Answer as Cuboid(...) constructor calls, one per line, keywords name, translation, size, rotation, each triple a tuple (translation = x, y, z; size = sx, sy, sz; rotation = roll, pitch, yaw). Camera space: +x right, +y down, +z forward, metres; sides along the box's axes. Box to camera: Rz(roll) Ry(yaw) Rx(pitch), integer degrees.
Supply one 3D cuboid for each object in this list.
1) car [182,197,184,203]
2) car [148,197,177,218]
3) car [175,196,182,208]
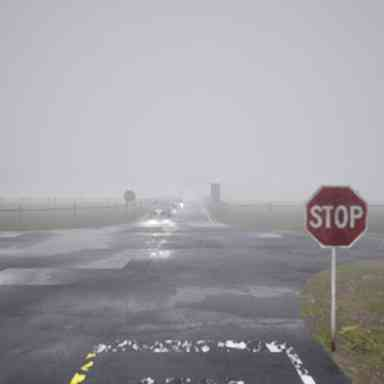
Cuboid(name="car", translation=(-2.629, 1.478, 64.299), size=(1.895, 1.301, 4.718), rotation=(0, 0, 0))
Cuboid(name="car", translation=(-2.761, 1.463, 29.837), size=(2.128, 1.511, 4.902), rotation=(0, 0, -1))
Cuboid(name="car", translation=(-2.758, 1.487, 43.275), size=(2.033, 1.411, 5.357), rotation=(0, 0, 0))
